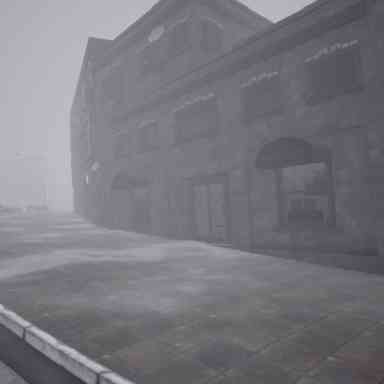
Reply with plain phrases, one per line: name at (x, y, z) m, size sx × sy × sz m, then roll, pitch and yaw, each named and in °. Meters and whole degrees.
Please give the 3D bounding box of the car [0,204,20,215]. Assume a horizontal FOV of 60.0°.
car at (-23.203, 2.146, 40.318) m, size 1.895 × 1.301 × 4.718 m, roll -3°, pitch -1°, yaw -4°

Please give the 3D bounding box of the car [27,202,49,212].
car at (-23.973, 2.272, 51.749) m, size 1.812 × 1.442 × 4.674 m, roll -3°, pitch -1°, yaw -2°
